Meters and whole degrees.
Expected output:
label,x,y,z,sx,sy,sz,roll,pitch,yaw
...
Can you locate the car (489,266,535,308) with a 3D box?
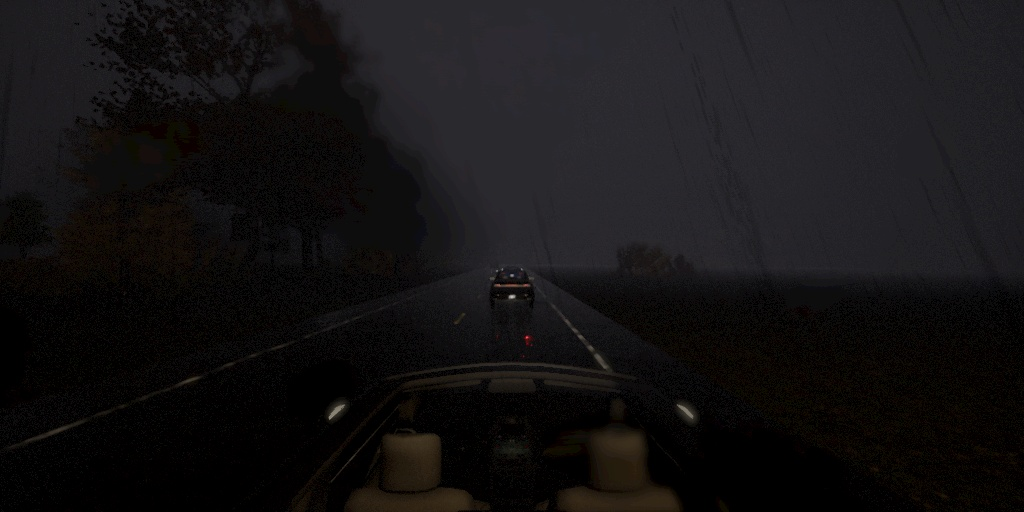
label,x,y,z,sx,sy,sz,roll,pitch,yaw
car,0.005,1.373,16.145,2.128,1.511,4.902,0,0,0
